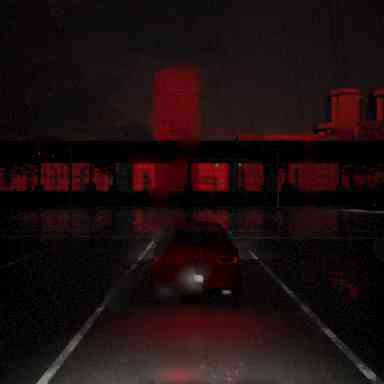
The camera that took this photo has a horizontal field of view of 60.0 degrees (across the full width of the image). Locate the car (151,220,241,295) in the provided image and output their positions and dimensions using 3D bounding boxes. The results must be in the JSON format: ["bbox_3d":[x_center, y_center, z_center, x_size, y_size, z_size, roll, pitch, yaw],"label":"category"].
[{"bbox_3d":[0.092,1.478,8.753,1.882,1.535,5.008,0,0,0],"label":"car"}]

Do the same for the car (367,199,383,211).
[{"bbox_3d":[22.714,1.403,38.390,4.674,1.442,1.812,-1,0,1],"label":"car"}]
